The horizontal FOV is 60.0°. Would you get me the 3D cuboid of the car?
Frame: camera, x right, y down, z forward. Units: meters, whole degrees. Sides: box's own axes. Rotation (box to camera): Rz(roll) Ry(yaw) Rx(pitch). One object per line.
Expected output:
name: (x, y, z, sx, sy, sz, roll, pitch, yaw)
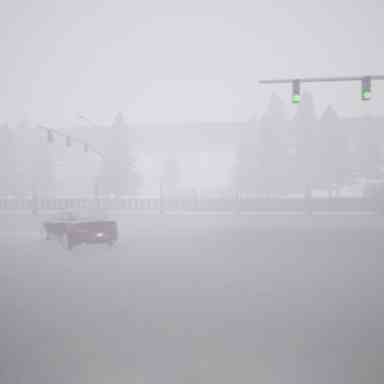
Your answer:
car: (-5.038, 1.464, 14.491, 1.882, 1.535, 5.008, 1, 0, -39)
